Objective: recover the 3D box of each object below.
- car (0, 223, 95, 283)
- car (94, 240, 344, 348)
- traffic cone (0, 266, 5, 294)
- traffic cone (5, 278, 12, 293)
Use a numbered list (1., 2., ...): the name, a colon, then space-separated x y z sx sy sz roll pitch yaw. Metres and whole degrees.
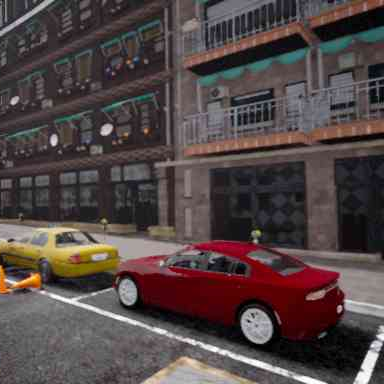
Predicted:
1. car: -4.177 1.592 9.697 4.829 1.417 1.752 0 -2 37
2. car: 0.406 1.605 6.304 4.507 1.381 1.887 0 -2 37
3. traffic cone: -4.388 2.003 7.666 0.340 0.580 0.340 0 -1 36
4. traffic cone: -3.865 2.124 7.671 0.340 0.340 0.580 0 -1 29
